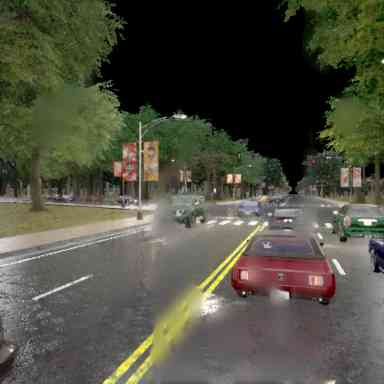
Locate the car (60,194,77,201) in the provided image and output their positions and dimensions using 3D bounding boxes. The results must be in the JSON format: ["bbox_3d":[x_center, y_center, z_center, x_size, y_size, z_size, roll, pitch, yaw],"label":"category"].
[{"bbox_3d":[-29.273,1.260,78.865,4.674,1.442,1.812,0,0,40],"label":"car"}]

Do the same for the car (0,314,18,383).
[{"bbox_3d":[-3.417,1.547,1.383,2.033,1.411,5.357,0,0,17],"label":"car"}]

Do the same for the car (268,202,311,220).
[{"bbox_3d":[4.964,1.505,17.073,1.837,1.490,4.892,0,0,17],"label":"car"}]

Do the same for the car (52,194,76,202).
[{"bbox_3d":[-26.003,1.300,67.583,4.674,1.442,1.812,0,0,40],"label":"car"}]

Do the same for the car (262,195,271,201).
[{"bbox_3d":[18.487,1.535,82.863,1.812,1.442,4.674,0,0,17],"label":"car"}]

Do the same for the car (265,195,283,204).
[{"bbox_3d":[15.546,1.554,62.574,2.033,1.411,5.357,0,0,18],"label":"car"}]

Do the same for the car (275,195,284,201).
[{"bbox_3d":[21.707,1.489,82.276,1.882,1.535,5.008,0,0,17],"label":"car"}]

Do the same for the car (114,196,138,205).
[{"bbox_3d":[-10.847,1.361,54.682,4.902,1.511,2.128,0,0,41],"label":"car"}]

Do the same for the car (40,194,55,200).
[{"bbox_3d":[-37.146,1.253,85.526,4.181,1.385,1.994,0,0,40],"label":"car"}]

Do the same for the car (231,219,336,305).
[{"bbox_3d":[2.270,1.601,8.215,1.895,1.301,4.718,0,0,17],"label":"car"}]

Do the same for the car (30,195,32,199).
[{"bbox_3d":[-39.247,1.254,83.046,4.181,1.385,1.994,0,0,40],"label":"car"}]

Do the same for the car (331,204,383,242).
[{"bbox_3d":[8.098,1.352,16.198,2.097,1.767,4.553,0,0,17],"label":"car"}]

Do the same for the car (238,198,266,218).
[{"bbox_3d":[5.358,1.525,30.159,1.812,1.442,4.674,0,0,17],"label":"car"}]

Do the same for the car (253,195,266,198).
[{"bbox_3d":[12.473,1.554,63.623,2.033,1.411,5.357,0,0,18],"label":"car"}]

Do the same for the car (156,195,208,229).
[{"bbox_3d":[-0.491,1.221,22.156,2.150,2.045,5.566,0,0,17],"label":"car"}]

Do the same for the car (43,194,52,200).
[{"bbox_3d":[-31.653,1.259,76.620,4.674,1.442,1.812,0,0,40],"label":"car"}]

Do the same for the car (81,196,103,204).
[{"bbox_3d":[-18.268,1.423,60.973,4.718,1.301,1.895,0,0,41],"label":"car"}]

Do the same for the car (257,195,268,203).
[{"bbox_3d":[15.442,1.487,73.059,1.882,1.535,5.008,0,0,17],"label":"car"}]

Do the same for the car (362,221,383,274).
[{"bbox_3d":[5.477,1.601,7.599,1.895,1.301,4.718,0,0,17],"label":"car"}]
